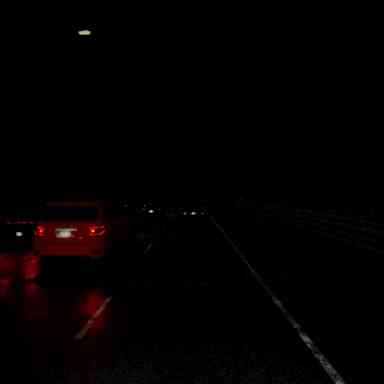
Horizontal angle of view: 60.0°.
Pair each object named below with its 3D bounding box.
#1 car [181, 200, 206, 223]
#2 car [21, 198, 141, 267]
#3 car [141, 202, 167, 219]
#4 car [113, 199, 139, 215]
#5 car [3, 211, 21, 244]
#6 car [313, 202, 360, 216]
[{"bbox_3d":[0.095,1.569,26.063,2.033,1.411,5.357,0,0,0],"label":"car"},{"bbox_3d":[-3.404,1.231,11.614,2.150,2.045,5.566,0,0,0],"label":"car"},{"bbox_3d":[-3.410,1.589,29.889,1.994,1.385,4.181,0,0,0],"label":"car"},{"bbox_3d":[-6.912,1.535,35.436,1.837,1.490,4.892,0,0,0],"label":"car"},{"bbox_3d":[-6.911,1.467,15.746,2.128,1.511,4.902,0,0,0],"label":"car"},{"bbox_3d":[14.489,1.682,33.786,2.033,1.411,5.357,0,0,-15],"label":"car"}]
